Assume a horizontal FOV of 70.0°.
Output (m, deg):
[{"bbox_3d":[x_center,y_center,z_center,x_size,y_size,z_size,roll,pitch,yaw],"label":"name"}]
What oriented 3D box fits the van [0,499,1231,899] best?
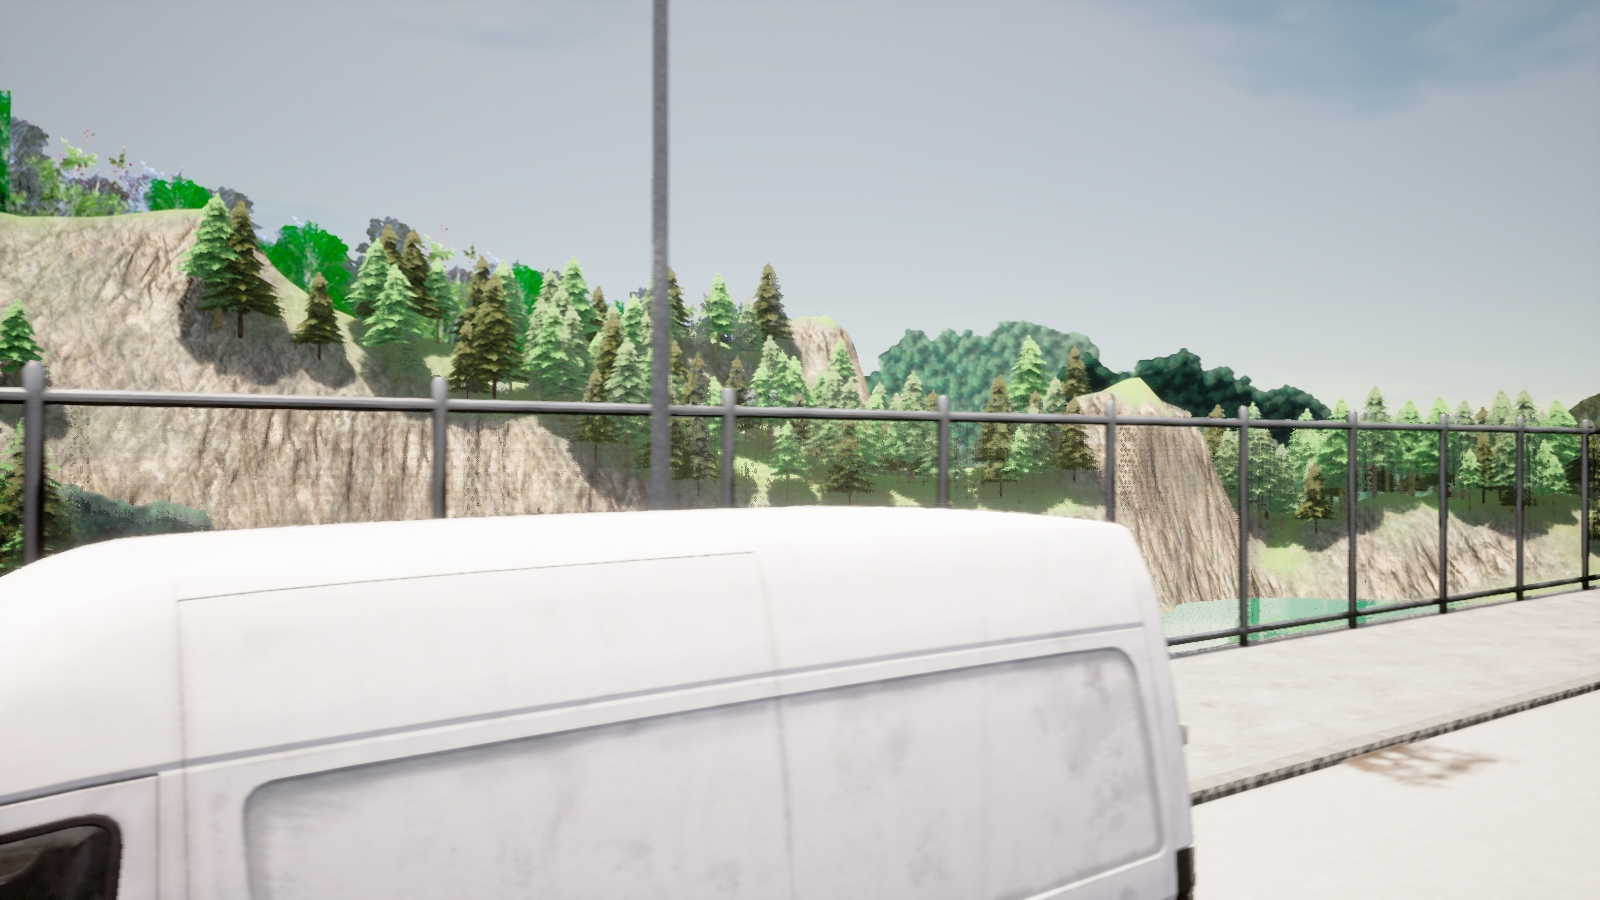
[{"bbox_3d":[-1.363,1.534,3.436,5.915,2.561,1.988,0,0,-35],"label":"van"}]
